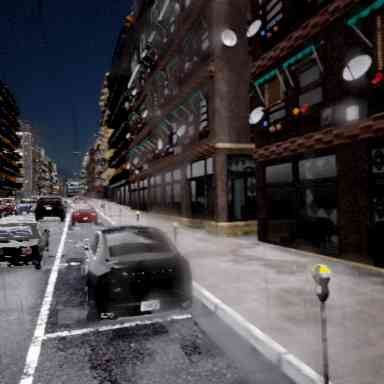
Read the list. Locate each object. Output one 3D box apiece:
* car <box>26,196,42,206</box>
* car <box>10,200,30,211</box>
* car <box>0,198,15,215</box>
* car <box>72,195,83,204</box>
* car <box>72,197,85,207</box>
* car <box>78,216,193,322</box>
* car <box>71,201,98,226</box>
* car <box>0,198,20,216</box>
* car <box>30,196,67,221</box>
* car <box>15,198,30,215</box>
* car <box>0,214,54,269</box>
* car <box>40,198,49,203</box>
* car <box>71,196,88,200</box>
[{"bbox_3d":[-29.875,1.713,62.984,2.192,1.841,5.009,0,0,-19],"label":"car"},{"bbox_3d":[-24.358,1.871,47.337,1.947,1.339,4.313,0,0,-19],"label":"car"},{"bbox_3d":[-18.836,1.544,31.692,2.192,1.841,5.009,1,0,-19],"label":"car"},{"bbox_3d":[-26.139,1.659,75.975,2.192,1.841,5.009,0,0,-19],"label":"car"},{"bbox_3d":[-18.779,1.648,55.109,1.967,1.590,4.097,0,0,-19],"label":"car"},{"bbox_3d":[-1.451,1.500,7.398,1.837,1.490,4.892,-1,0,-19],"label":"car"},{"bbox_3d":[-7.707,1.603,23.824,1.887,1.381,4.507,0,0,-19],"label":"car"},{"bbox_3d":[-20.675,1.568,36.907,2.192,1.841,5.009,1,0,-19],"label":"car"},{"bbox_3d":[-11.676,1.338,27.599,2.150,2.045,5.566,-1,0,-19],"label":"car"},{"bbox_3d":[-17.682,1.555,35.897,2.097,1.767,4.553,-1,0,-19],"label":"car"},{"bbox_3d":[-5.805,1.656,10.971,1.895,1.301,4.718,-1,0,-19],"label":"car"},{"bbox_3d":[-37.237,2.131,83.846,1.802,1.307,4.206,0,-1,-19],"label":"car"},{"bbox_3d":[-11.379,1.543,34.258,1.967,1.590,4.097,0,0,-19],"label":"car"}]
